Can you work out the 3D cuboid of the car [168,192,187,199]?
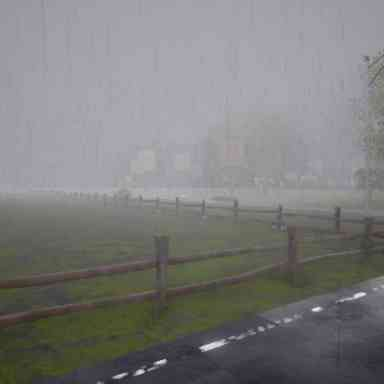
[{"bbox_3d":[-3.022,0.744,66.600,1.895,1.301,4.718,0,1,-33],"label":"car"}]

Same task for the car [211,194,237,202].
[{"bbox_3d":[5.175,0.986,54.038,1.895,1.301,4.718,0,1,-33],"label":"car"}]
